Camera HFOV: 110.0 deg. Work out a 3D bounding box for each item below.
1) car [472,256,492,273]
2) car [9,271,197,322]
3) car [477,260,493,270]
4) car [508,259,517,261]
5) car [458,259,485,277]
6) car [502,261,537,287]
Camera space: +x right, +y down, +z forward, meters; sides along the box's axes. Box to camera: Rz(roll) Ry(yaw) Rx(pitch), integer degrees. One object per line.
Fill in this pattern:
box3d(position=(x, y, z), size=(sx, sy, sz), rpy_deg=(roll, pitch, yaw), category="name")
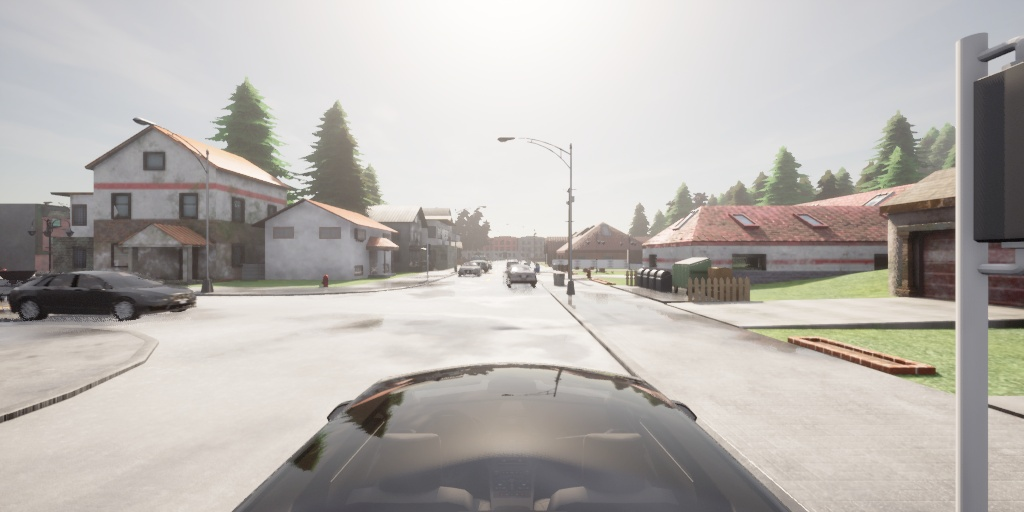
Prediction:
box3d(position=(-4.088, 0.971, 44.579), size=(2.150, 2.045, 5.566), rpy_deg=(0, 0, 0), category="car")
box3d(position=(-13.227, 1.255, 11.768), size=(4.892, 1.490, 1.837), rpy_deg=(0, 0, 0), category="car")
box3d(position=(-4.063, 1.314, 54.518), size=(1.994, 1.385, 4.181), rpy_deg=(0, 0, 0), category="car")
box3d(position=(0.113, 1.241, 56.238), size=(2.128, 1.511, 4.902), rpy_deg=(0, 0, 0), category="car")
box3d(position=(-4.090, 1.314, 35.432), size=(1.994, 1.385, 4.181), rpy_deg=(0, 0, 0), category="car")
box3d(position=(0.409, 1.297, 24.201), size=(2.033, 1.411, 5.357), rpy_deg=(0, 0, -7), category="car")
